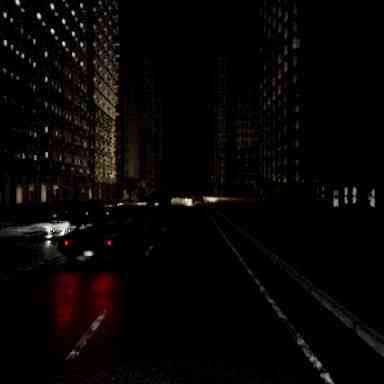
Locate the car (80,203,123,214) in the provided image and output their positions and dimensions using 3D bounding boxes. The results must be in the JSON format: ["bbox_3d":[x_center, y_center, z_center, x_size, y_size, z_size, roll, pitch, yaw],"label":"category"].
[{"bbox_3d":[-6.600,1.563,25.326,1.895,1.301,4.718,0,0,0],"label":"car"}]

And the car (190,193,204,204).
[{"bbox_3d":[1.133,1.132,63.496,2.150,2.045,5.566,0,0,0],"label":"car"}]

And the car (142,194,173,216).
[{"bbox_3d":[-3.151,1.175,32.274,2.150,2.045,5.566,0,0,0],"label":"car"}]

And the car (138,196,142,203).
[{"bbox_3d":[-9.757,1.445,67.699,2.128,1.511,4.902,0,0,0],"label":"car"}]

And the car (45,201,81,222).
[{"bbox_3d":[-9.850,1.452,26.340,2.128,1.511,4.902,0,0,0],"label":"car"}]

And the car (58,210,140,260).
[{"bbox_3d":[-3.152,1.583,12.375,1.895,1.301,4.718,0,0,0],"label":"car"}]

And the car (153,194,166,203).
[{"bbox_3d":[-6.512,1.251,66.721,2.097,1.767,4.553,0,0,0],"label":"car"}]

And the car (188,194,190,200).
[{"bbox_3d":[-0.006,1.108,81.797,2.097,1.767,4.553,0,0,0],"label":"car"}]
